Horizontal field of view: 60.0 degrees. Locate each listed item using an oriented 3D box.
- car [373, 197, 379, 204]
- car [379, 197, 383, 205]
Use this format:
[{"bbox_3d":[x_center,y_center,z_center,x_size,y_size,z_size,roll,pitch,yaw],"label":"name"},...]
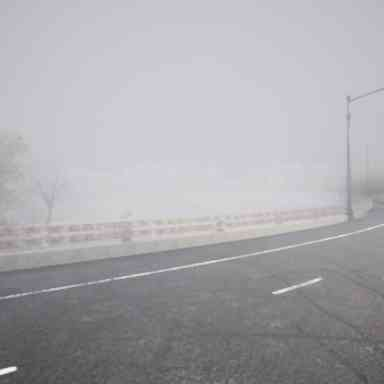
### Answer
[{"bbox_3d":[37.516,1.621,66.084,1.994,1.385,4.181,0,0,12],"label":"car"},{"bbox_3d":[35.677,1.681,59.686,1.882,1.535,5.008,0,0,17],"label":"car"}]
